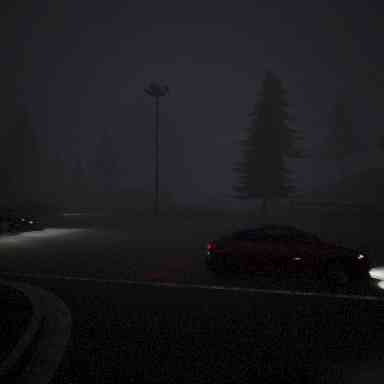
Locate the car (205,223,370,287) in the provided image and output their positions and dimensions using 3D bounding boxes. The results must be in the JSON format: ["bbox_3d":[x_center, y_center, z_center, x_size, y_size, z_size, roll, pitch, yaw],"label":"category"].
[{"bbox_3d":[2.462,1.568,9.063,4.181,1.385,1.994,0,0,13],"label":"car"}]

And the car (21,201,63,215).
[{"bbox_3d":[-15.501,1.548,32.450,5.357,1.411,2.033,0,0,-14],"label":"car"}]

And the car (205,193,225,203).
[{"bbox_3d":[4.951,1.248,69.470,2.150,2.045,5.566,0,0,-33],"label":"car"}]

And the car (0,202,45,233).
[{"bbox_3d":[-11.526,1.505,19.541,4.892,1.490,1.837,0,0,13],"label":"car"}]
